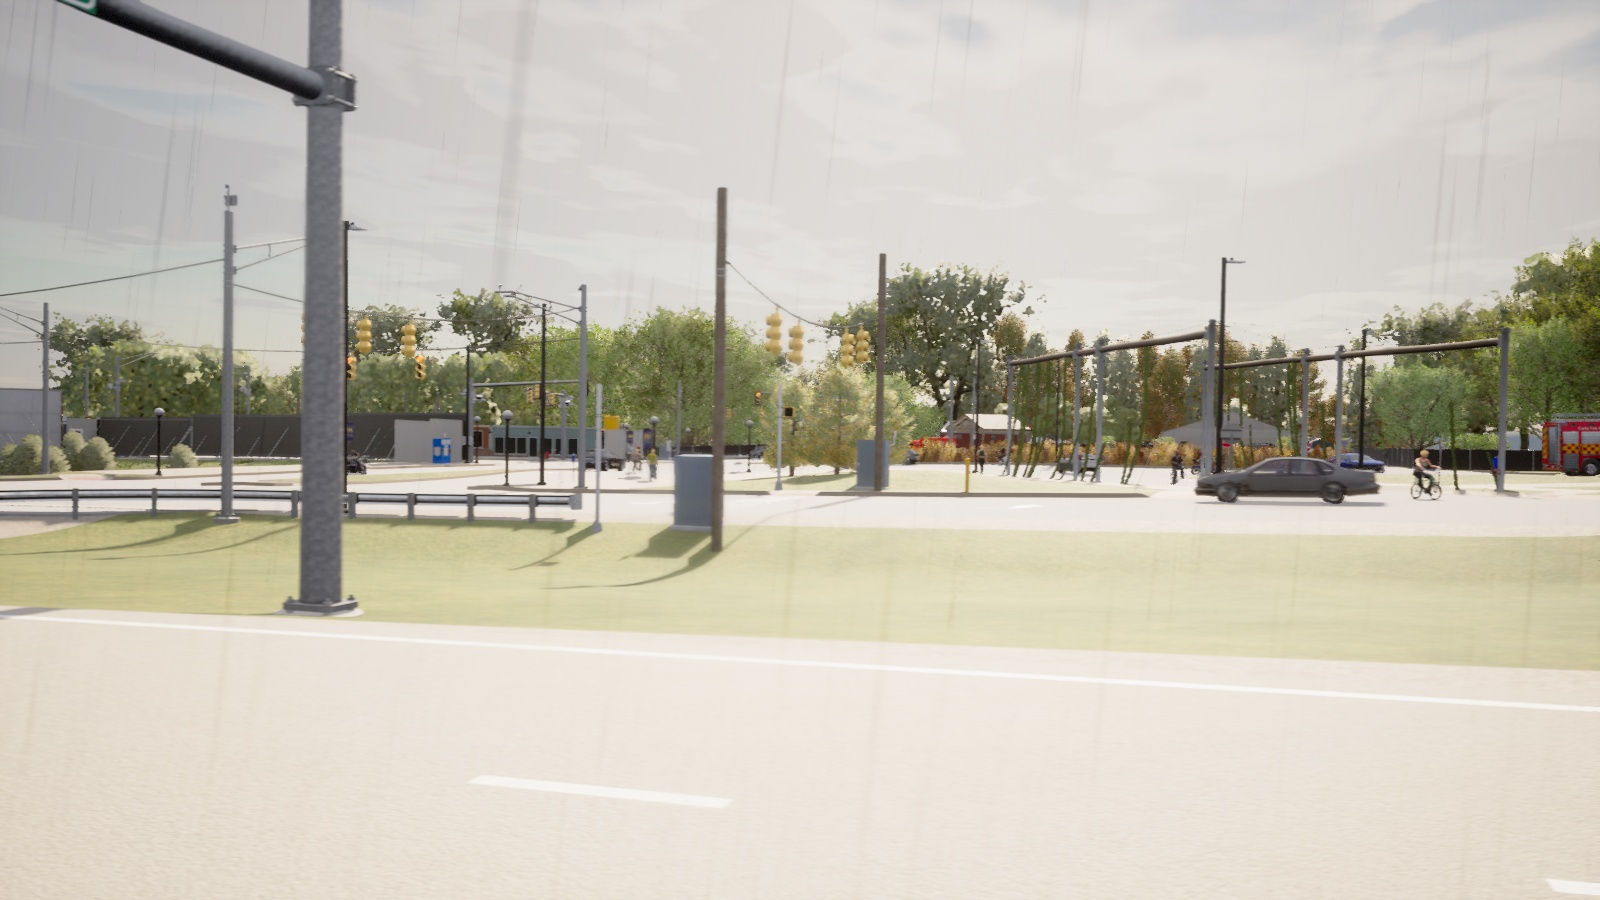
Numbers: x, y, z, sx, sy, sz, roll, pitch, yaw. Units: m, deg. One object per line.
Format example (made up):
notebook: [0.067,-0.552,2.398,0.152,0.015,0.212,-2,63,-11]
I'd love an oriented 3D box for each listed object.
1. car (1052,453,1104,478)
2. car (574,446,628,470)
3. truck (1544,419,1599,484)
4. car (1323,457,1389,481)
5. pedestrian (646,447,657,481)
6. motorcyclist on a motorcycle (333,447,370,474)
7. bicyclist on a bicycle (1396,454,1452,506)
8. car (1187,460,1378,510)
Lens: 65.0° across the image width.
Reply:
car: [19.568,1.048,88.587,2.007,1.525,4.514,1,2,-10]
car: [-14.181,0.601,89.838,2.033,1.649,4.856,1,-1,14]
truck: [50.052,0.079,75.680,8.468,3.827,2.891,0,1,9]
car: [36.379,1.225,82.319,1.882,1.535,5.008,0,-1,-4]
pedestrian: [-8.117,0.746,68.673,0.354,1.836,0.706,2,1,15]
motorcyclist on a motorcycle: [-26.073,0.579,73.085,0.866,1.530,2.191,1,1,18]
bicyclist on a bicycle: [20.225,0.962,40.731,0.866,1.612,1.509,1,0,-10]
car: [14.812,1.033,38.758,5.357,1.411,2.033,0,1,20]
